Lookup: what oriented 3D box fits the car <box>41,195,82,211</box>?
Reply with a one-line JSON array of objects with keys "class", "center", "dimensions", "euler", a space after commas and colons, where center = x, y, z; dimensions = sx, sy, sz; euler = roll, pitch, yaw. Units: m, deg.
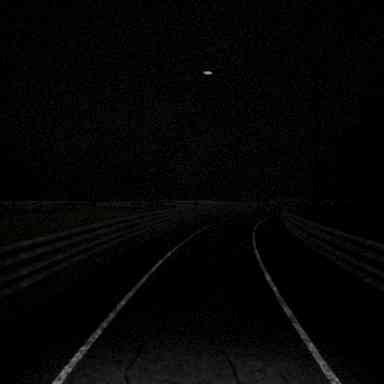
[{"class": "car", "center": [-18.581, 1.494, 47.564], "dimensions": [2.150, 2.045, 5.566], "euler": [-1, -1, 43]}]

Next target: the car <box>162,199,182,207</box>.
[{"class": "car", "center": [-3.912, 2.147, 63.357], "dimensions": [1.812, 1.442, 4.674], "euler": [-1, -1, 43]}]
